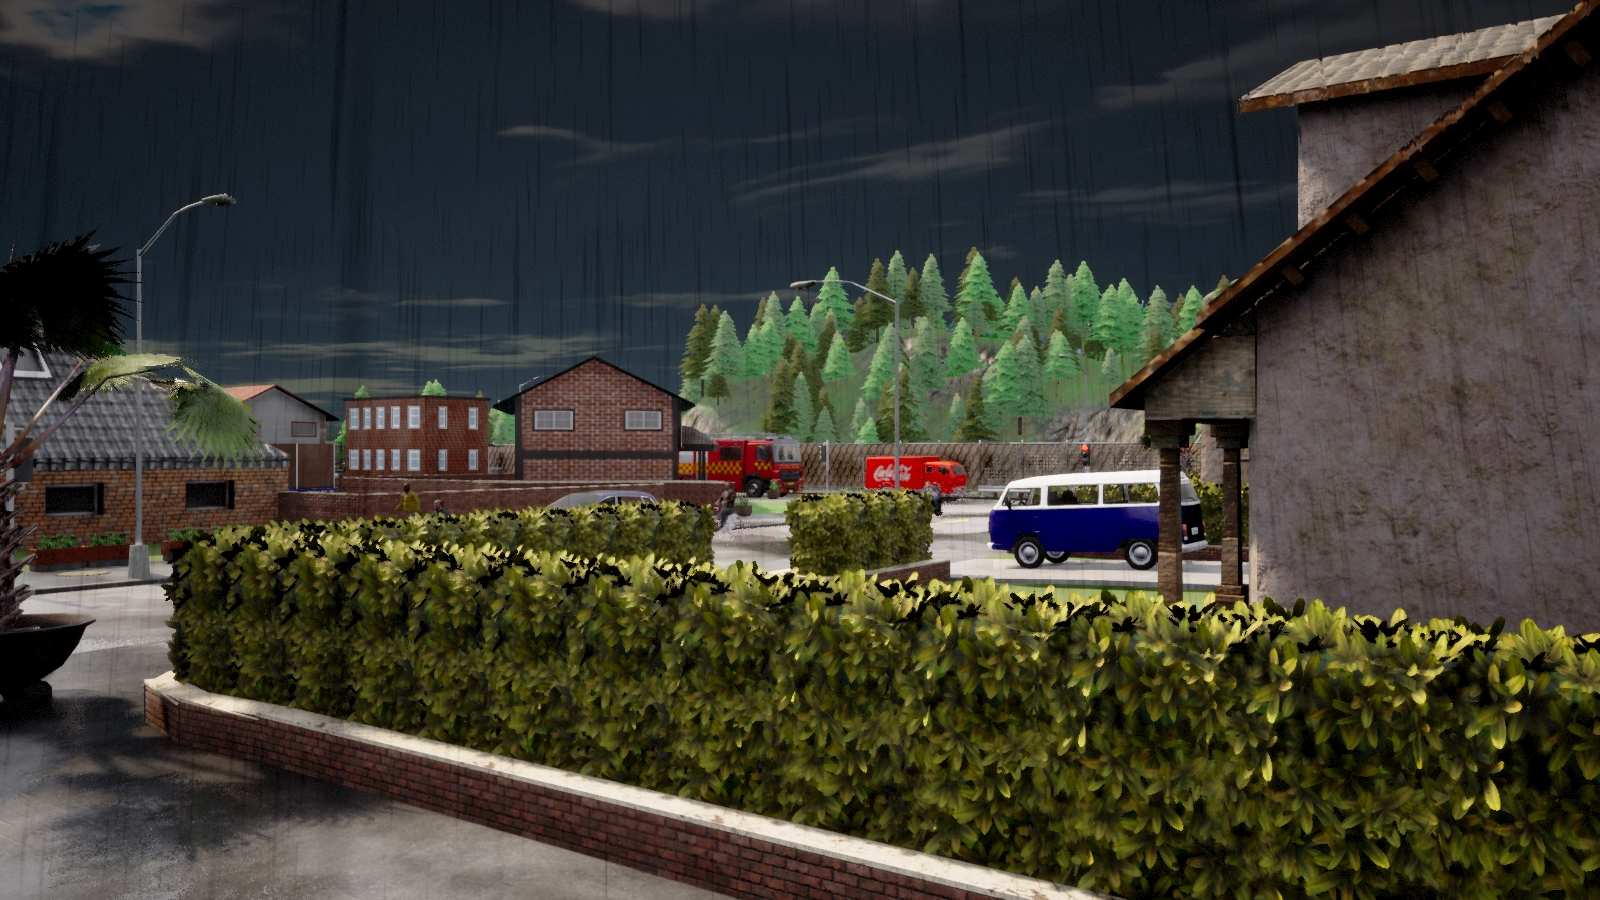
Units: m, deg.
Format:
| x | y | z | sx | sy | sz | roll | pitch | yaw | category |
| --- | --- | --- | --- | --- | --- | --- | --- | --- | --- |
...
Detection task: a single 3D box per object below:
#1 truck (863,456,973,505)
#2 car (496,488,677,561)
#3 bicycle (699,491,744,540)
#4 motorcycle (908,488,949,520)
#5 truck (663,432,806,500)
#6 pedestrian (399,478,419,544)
| x | y | z | sx | sy | sz | roll | pitch | yaw | category |
| --- | --- | --- | --- | --- | --- | --- | --- | --- | --- |
| 6.232 | 1.561 | 60.511 | 5.204 | 2.467 | 2.627 | 0 | 0 | 35 | truck |
| -5.756 | 1.958 | 31.296 | 2.242 | 1.667 | 4.611 | 0 | 0 | 35 | car |
| -2.452 | 2.051 | 36.060 | 0.329 | 1.471 | 1.835 | 0 | 0 | 35 | bicycle |
| 5.260 | 2.177 | 46.669 | 0.803 | 1.199 | 2.033 | 0 | 0 | 36 | motorcycle |
| -3.976 | 0.873 | 67.648 | 8.468 | 3.827 | 2.891 | 0 | 0 | 35 | truck |
| -11.144 | 1.732 | 32.584 | 0.375 | 1.860 | 0.375 | 0 | 0 | 34 | pedestrian |
